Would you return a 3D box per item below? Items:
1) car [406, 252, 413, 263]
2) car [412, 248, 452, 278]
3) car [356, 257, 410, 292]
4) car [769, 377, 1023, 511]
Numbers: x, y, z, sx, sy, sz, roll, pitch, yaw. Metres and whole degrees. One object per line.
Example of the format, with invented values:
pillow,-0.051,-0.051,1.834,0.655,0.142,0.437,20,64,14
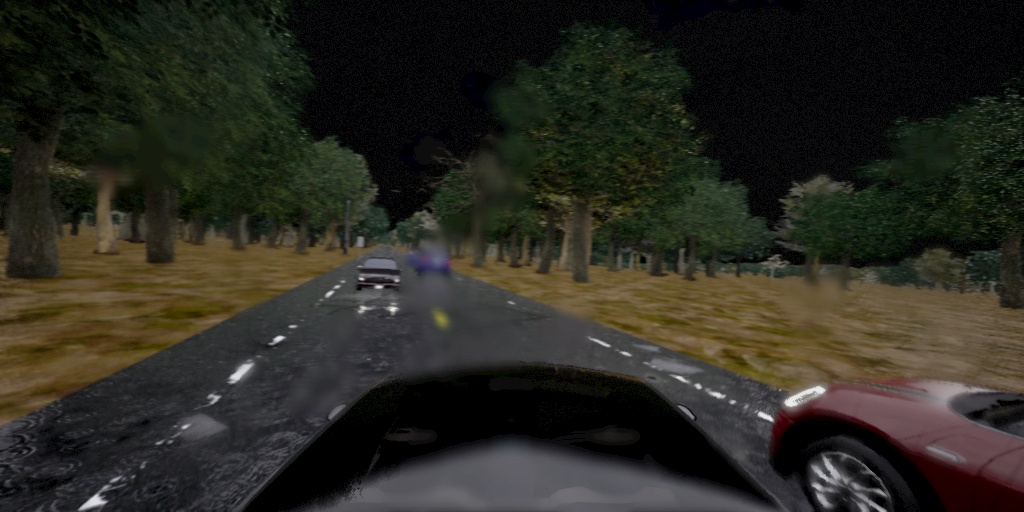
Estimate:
car,-10.766,0.261,40.217,1.882,1.535,5.008,4,0,-19
car,-5.854,0.440,26.548,2.150,2.045,5.566,4,0,-19
car,-6.186,0.779,16.873,2.033,1.411,5.357,4,0,-20
car,4.042,1.401,1.778,2.097,1.767,4.553,4,0,-20
